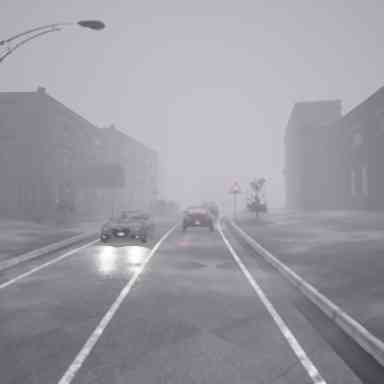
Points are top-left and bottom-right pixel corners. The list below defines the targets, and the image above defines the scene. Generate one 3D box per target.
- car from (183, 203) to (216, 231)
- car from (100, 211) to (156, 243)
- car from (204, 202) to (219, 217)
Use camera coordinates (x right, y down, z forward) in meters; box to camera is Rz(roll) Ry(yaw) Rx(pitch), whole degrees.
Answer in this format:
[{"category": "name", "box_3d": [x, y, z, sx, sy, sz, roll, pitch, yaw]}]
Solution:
[{"category": "car", "box_3d": [0.422, 1.632, 21.232, 1.812, 1.442, 4.674, 0, -1, 3]}, {"category": "car", "box_3d": [-2.944, 1.596, 15.971, 1.994, 1.385, 4.181, 0, -1, 2]}, {"category": "car", "box_3d": [2.056, 1.946, 38.709, 2.097, 1.767, 4.553, 0, -2, 8]}]
